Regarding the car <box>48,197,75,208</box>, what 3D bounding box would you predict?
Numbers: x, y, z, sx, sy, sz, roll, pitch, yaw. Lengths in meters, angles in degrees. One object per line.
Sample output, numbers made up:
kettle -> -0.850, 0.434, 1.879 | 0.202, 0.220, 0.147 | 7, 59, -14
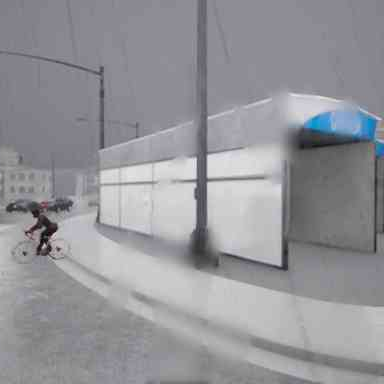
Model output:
car -> -17.651, 1.378, 45.309 | 2.033, 1.411, 5.357 | 0, 0, -6

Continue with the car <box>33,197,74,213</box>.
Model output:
car -> -14.100, 1.382, 34.469 | 1.837, 1.490, 4.892 | 0, 0, 1

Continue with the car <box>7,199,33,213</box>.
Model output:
car -> -17.578, 1.427, 35.206 | 1.994, 1.385, 4.181 | 0, 0, 3

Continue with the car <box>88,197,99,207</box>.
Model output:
car -> -12.815, 1.405, 47.428 | 1.994, 1.385, 4.181 | 0, 0, 25

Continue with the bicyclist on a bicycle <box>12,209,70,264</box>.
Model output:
bicyclist on a bicycle -> -4.632, 1.359, 10.260 | 1.656, 1.620, 0.582 | -1, -1, -32
